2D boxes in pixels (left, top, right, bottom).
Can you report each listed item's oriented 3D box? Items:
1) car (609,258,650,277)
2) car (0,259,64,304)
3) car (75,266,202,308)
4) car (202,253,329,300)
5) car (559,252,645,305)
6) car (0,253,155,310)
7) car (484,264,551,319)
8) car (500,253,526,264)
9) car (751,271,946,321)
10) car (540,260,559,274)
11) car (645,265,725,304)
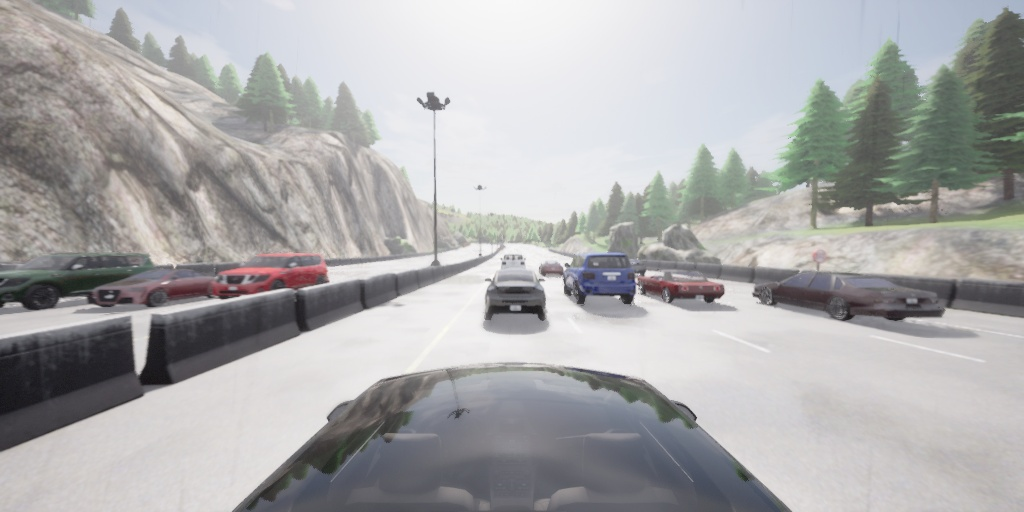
[{"bbox_3d":[10.607,1.005,32.678,2.128,1.511,4.902,0,1,0],"label":"car"},{"bbox_3d":[-21.077,1.013,13.752,2.097,1.767,4.553,0,0,0],"label":"car"},{"bbox_3d":[-14.075,1.220,14.523,1.994,1.385,4.181,0,0,0],"label":"car"},{"bbox_3d":[-10.568,0.866,16.359,2.150,2.045,5.566,0,0,0],"label":"car"},{"bbox_3d":[3.603,0.870,15.631,2.150,2.045,5.566,0,0,0],"label":"car"},{"bbox_3d":[-17.577,0.877,14.435,2.150,2.045,5.566,0,0,0],"label":"car"},{"bbox_3d":[0.102,1.177,12.351,1.837,1.490,4.892,0,0,0],"label":"car"},{"bbox_3d":[0.107,0.737,32.382,2.150,2.045,5.566,0,0,0],"label":"car"},{"bbox_3d":[10.602,1.223,12.011,2.033,1.411,5.357,0,0,0],"label":"car"},{"bbox_3d":[3.608,1.069,33.434,1.994,1.385,4.181,0,1,0],"label":"car"},{"bbox_3d":[7.103,1.249,15.763,1.895,1.301,4.718,0,0,0],"label":"car"}]
